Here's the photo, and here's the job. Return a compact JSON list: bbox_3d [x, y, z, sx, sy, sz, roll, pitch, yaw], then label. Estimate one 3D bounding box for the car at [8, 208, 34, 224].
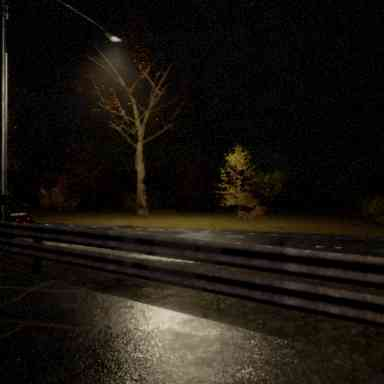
[{"bbox_3d":[-11.339,1.639,18.904,4.892,1.490,1.837,0,0,19],"label":"car"}]
